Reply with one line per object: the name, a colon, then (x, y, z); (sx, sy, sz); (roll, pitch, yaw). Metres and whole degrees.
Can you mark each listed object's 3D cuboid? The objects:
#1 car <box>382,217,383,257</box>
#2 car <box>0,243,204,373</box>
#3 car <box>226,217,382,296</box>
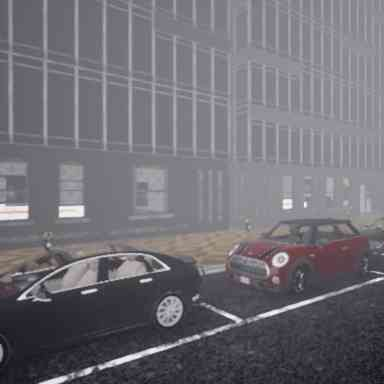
car: (7.437, 1.537, 11.866); (4.403, 1.369, 2.008); (0, 0, -36)
car: (-1.832, 1.550, 5.254); (4.403, 1.369, 2.008); (0, 0, -36)
car: (2.803, 1.433, 8.561); (4.097, 1.590, 1.967); (0, 0, -36)
